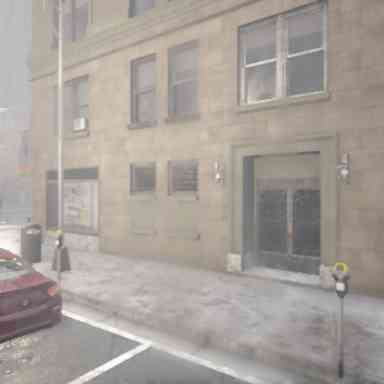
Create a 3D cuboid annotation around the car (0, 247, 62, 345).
[{"bbox_3d":[-3.884,1.577,5.626,4.206,1.307,1.802,0,0,36],"label":"car"}]
